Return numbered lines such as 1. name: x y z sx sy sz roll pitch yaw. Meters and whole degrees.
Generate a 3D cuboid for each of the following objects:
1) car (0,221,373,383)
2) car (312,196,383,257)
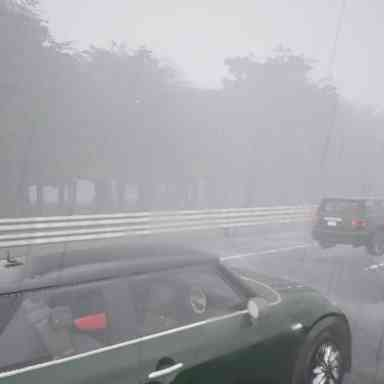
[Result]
1. car: -0.323 1.345 3.513 4.553 1.767 2.097 0 0 -35
2. car: 7.023 1.175 13.043 5.566 2.045 2.150 0 0 -35
